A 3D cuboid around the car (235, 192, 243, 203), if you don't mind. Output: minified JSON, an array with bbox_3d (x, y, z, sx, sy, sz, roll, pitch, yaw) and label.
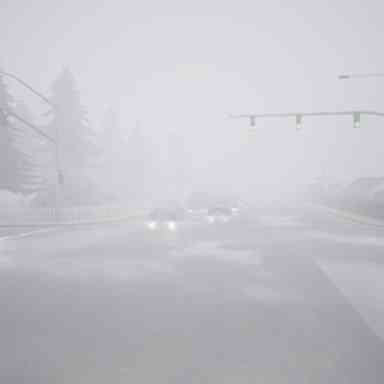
[{"bbox_3d":[7.623,0.868,56.702,2.097,1.767,4.553,0,1,11],"label":"car"}]

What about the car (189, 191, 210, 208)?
[{"bbox_3d":[0.954,0.886,40.443,2.150,2.045,5.566,0,1,11],"label":"car"}]

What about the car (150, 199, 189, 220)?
[{"bbox_3d":[-1.803,1.323,25.896,1.812,1.442,4.674,0,1,11],"label":"car"}]

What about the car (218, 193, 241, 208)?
[{"bbox_3d":[4.595,1.219,40.816,1.994,1.385,4.181,0,1,11],"label":"car"}]

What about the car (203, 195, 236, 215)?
[{"bbox_3d":[2.691,1.293,30.758,2.033,1.411,5.357,0,0,11],"label":"car"}]
